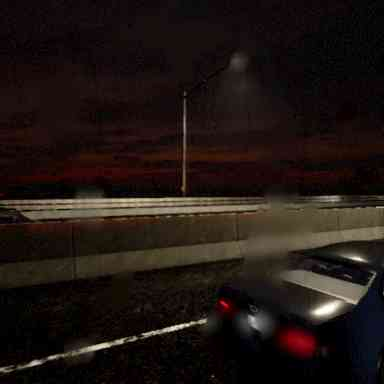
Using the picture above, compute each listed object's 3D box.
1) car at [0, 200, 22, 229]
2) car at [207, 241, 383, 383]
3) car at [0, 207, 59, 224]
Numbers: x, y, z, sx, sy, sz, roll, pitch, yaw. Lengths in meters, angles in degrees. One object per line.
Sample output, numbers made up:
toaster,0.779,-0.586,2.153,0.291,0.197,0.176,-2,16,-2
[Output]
car,-11.680,1.163,16.824,5.357,1.411,2.033,0,1,-32
car,2.830,1.483,4.972,5.357,1.411,2.033,0,1,-32
car,-6.965,1.345,11.510,4.718,1.301,1.895,0,1,-32
